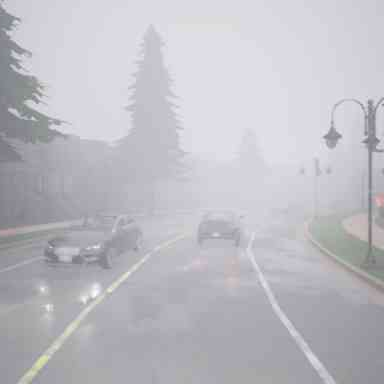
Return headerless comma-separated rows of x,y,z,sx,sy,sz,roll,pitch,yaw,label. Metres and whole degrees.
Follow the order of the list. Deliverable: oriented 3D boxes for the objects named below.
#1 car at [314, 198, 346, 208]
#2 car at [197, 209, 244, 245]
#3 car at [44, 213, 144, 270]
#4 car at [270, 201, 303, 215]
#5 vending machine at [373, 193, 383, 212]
20.099,1.543,48.318,5.357,1.411,2.033,0,0,-32,car
1.425,1.525,15.614,1.812,1.442,4.674,0,0,12,car
-3.028,1.491,11.217,2.128,1.511,4.902,0,0,7,car
9.707,1.598,33.741,1.895,1.301,4.718,0,0,36,car
21.949,1.191,38.871,0.880,2.100,1.100,0,0,-38,vending machine
